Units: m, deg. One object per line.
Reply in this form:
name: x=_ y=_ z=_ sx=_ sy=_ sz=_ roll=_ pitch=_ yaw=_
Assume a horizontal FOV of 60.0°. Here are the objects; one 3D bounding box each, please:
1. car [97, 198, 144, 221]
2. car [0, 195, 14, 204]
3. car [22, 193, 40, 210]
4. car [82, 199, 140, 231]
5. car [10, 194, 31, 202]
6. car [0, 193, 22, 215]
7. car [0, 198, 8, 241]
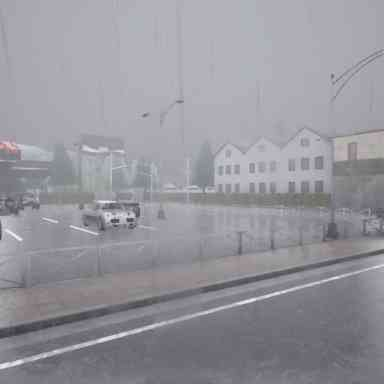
car: x=-5.708 y=1.313 z=26.250 sx=2.007 sy=1.523 sz=4.514 roll=0 pitch=0 yaw=-36
car: x=-38.355 y=1.495 z=66.689 sx=4.611 sy=1.667 sz=2.242 roll=0 pitch=0 yaw=-36
car: x=-19.063 y=1.092 z=38.687 sx=1.905 sy=1.878 sz=3.866 roll=0 pitch=0 yaw=-36
car: x=-4.598 y=1.248 z=18.384 sx=1.970 sy=1.475 sz=3.806 roll=0 pitch=0 yaw=-36
car: x=-38.110 y=1.328 z=73.817 sx=3.866 sy=1.878 sz=1.905 roll=0 pitch=0 yaw=-36
car: x=-17.171 y=1.113 z=30.372 sx=1.932 sy=1.855 sz=4.605 roll=0 pitch=0 yaw=-36
car: x=-9.636 y=1.169 z=14.395 sx=2.152 sy=1.636 sz=5.027 roll=0 pitch=0 yaw=-36
